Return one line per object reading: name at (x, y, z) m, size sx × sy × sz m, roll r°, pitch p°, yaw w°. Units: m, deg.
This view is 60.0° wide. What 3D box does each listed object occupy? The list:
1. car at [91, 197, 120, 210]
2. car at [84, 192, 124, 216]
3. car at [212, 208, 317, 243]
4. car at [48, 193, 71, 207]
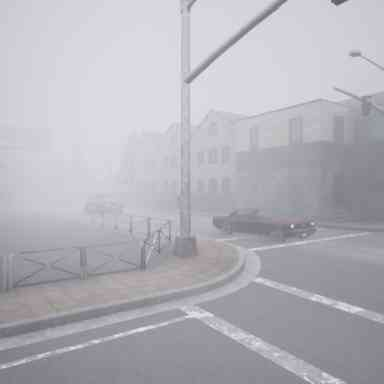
car at (-10.536, 1.328, 40.416) m, size 1.837 × 1.490 × 4.892 m, roll 0°, pitch 0°, yaw -35°
car at (-8.234, 1.047, 30.788) m, size 2.150 × 2.045 × 5.566 m, roll 0°, pitch 0°, yaw -35°
car at (3.155, 1.424, 15.197) m, size 1.895 × 1.301 × 4.718 m, roll 0°, pitch 0°, yaw -39°
car at (-17.631, 0.985, 44.205) m, size 2.097 × 1.767 × 4.553 m, roll 0°, pitch 0°, yaw -35°
